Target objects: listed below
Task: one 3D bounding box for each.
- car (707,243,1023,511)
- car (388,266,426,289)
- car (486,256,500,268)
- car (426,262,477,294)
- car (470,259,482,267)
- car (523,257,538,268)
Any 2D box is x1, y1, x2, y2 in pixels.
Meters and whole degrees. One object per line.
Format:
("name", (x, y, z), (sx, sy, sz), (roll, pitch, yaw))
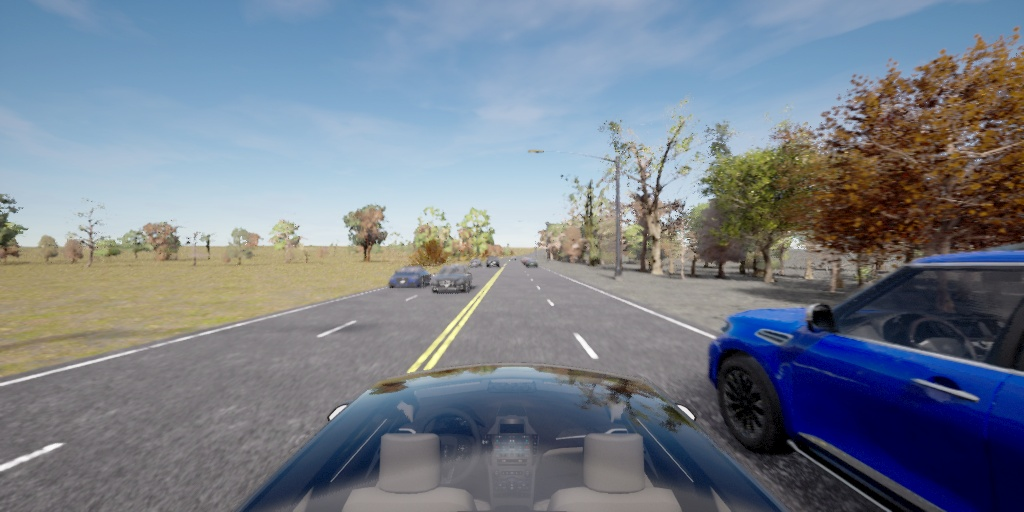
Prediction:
("car", (3.353, 0.921, 1.822), (2.150, 2.045, 5.566), (0, 1, 0))
("car", (-6.564, 1.351, 23.469), (1.994, 1.385, 4.181), (0, 0, 0))
("car", (-3.188, 0.971, 60.893), (2.150, 2.045, 5.566), (0, 0, 1))
("car", (-3.323, 1.274, 20.648), (1.837, 1.490, 4.892), (0, 0, 0))
("car", (-6.423, 1.235, 64.362), (2.128, 1.511, 4.902), (0, 0, 1))
("car", (3.332, 1.232, 60.222), (1.994, 1.385, 4.181), (-1, 0, 0))
